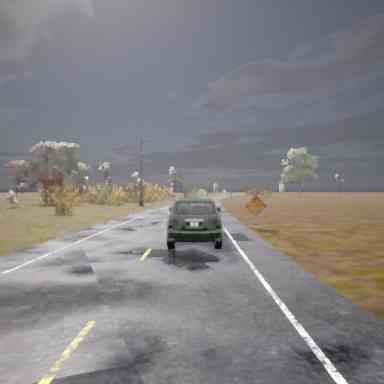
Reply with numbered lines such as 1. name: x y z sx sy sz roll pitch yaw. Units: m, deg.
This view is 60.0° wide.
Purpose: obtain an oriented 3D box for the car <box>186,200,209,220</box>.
1. car: 0.524 1.513 29.564 1.837 1.490 4.892 0 0 2

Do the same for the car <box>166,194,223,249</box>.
1. car: 0.131 1.257 14.630 2.150 2.045 5.566 0 0 1

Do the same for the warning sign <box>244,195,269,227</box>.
1. warning sign: 3.789 1.113 19.737 1.300 1.860 1.060 0 0 1
